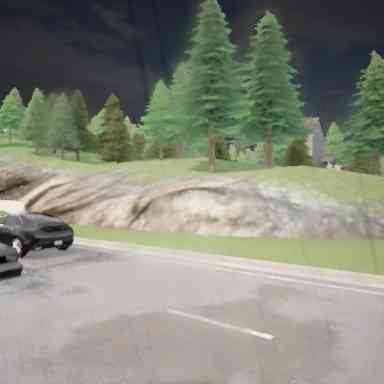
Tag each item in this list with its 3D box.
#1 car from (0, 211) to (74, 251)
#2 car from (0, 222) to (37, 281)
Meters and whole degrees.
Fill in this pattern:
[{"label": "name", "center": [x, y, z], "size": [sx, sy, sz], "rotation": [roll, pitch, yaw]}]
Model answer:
[{"label": "car", "center": [-6.609, 1.529, 13.020], "size": [4.892, 1.490, 1.837], "rotation": [0, 0, 36]}, {"label": "car", "center": [-6.468, 1.567, 8.572], "size": [5.357, 1.411, 2.033], "rotation": [0, 0, 36]}]
